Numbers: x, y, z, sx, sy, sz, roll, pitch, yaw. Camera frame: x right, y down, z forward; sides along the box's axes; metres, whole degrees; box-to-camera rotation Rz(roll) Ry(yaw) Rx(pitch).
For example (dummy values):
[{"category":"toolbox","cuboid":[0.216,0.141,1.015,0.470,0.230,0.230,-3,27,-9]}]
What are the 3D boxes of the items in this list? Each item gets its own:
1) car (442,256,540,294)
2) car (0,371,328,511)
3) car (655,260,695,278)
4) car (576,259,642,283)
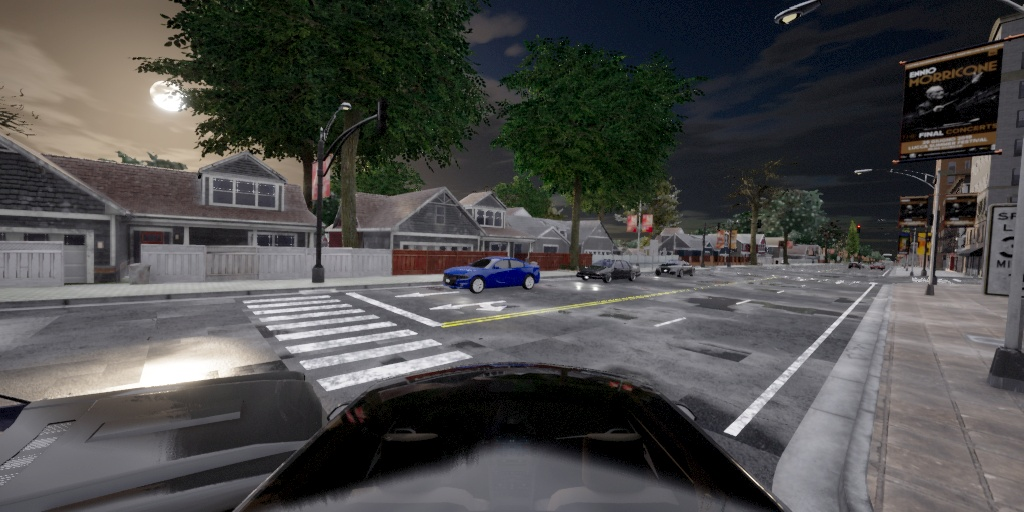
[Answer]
[{"category":"car","cuboid":[-0.833,0.775,16.637,5.008,1.535,1.882,1,3,-43]},{"category":"car","cuboid":[-3.321,1.275,1.497,4.718,1.301,1.895,1,2,-33]},{"category":"car","cuboid":[13.792,1.009,30.201,4.181,1.385,1.994,1,2,-43]},{"category":"car","cuboid":[6.464,0.917,23.418,5.357,1.411,2.033,1,2,-43]}]
